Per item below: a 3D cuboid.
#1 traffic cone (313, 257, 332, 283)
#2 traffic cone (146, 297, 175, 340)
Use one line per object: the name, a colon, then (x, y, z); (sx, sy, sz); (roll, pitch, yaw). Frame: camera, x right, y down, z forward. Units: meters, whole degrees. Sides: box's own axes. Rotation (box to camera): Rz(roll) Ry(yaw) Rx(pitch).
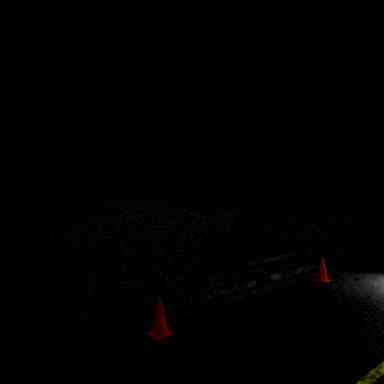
traffic cone: (3.340, 1.971, 8.515); (0.340, 0.580, 0.340); (0, 0, -40)
traffic cone: (-0.510, 1.984, 5.324); (0.340, 0.580, 0.340); (0, 0, -40)
